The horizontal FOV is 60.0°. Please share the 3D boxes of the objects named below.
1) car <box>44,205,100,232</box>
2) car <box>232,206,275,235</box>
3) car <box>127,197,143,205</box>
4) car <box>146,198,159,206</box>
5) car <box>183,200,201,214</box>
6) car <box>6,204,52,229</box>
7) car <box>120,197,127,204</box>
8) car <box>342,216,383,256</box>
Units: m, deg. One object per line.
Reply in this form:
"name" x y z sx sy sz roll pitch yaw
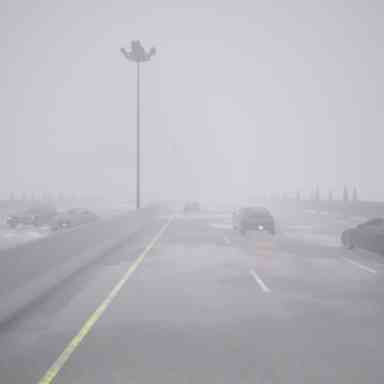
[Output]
"car" -7.163 1.661 20.684 1.994 1.385 4.181 0 0 0
"car" 3.538 1.586 19.562 1.837 1.490 4.892 0 0 0
"car" -10.712 1.891 64.339 1.895 1.301 4.718 0 0 0
"car" -7.226 1.836 61.452 1.994 1.385 4.181 0 0 0
"car" -0.023 1.658 38.486 2.128 1.511 4.902 0 0 0
"car" -10.671 1.711 22.904 1.895 1.301 4.718 0 0 0
"car" -14.233 1.840 72.181 2.128 1.511 4.902 0 0 0
"car" 7.059 1.570 11.699 1.812 1.442 4.674 0 0 0
